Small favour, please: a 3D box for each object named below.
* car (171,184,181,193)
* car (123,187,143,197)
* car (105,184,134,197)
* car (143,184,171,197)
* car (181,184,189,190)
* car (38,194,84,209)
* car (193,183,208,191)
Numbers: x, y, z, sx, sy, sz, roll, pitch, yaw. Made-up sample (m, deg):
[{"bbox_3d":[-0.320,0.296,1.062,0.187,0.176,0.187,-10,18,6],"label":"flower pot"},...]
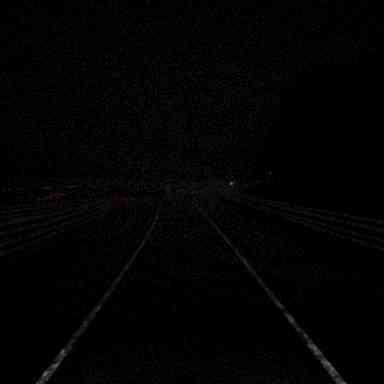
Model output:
[{"bbox_3d":[-4.490,-0.670,69.096,1.882,1.535,5.008,0,2,16],"label":"car"},{"bbox_3d":[-8.853,0.070,53.887,1.895,1.301,4.718,0,2,16],"label":"car"},{"bbox_3d":[-12.216,-0.325,54.850,2.150,2.045,5.566,0,2,16],"label":"car"},{"bbox_3d":[-5.496,-0.010,52.894,1.837,1.490,4.892,0,2,16],"label":"car"},{"bbox_3d":[-2.332,-1.420,89.320,1.812,1.442,4.674,0,2,16],"label":"car"},{"bbox_3d":[-11.896,0.877,30.582,1.882,1.535,5.008,0,2,16],"label":"car"},{"bbox_3d":[1.640,-0.928,77.781,1.895,1.301,4.718,0,2,16],"label":"car"}]
